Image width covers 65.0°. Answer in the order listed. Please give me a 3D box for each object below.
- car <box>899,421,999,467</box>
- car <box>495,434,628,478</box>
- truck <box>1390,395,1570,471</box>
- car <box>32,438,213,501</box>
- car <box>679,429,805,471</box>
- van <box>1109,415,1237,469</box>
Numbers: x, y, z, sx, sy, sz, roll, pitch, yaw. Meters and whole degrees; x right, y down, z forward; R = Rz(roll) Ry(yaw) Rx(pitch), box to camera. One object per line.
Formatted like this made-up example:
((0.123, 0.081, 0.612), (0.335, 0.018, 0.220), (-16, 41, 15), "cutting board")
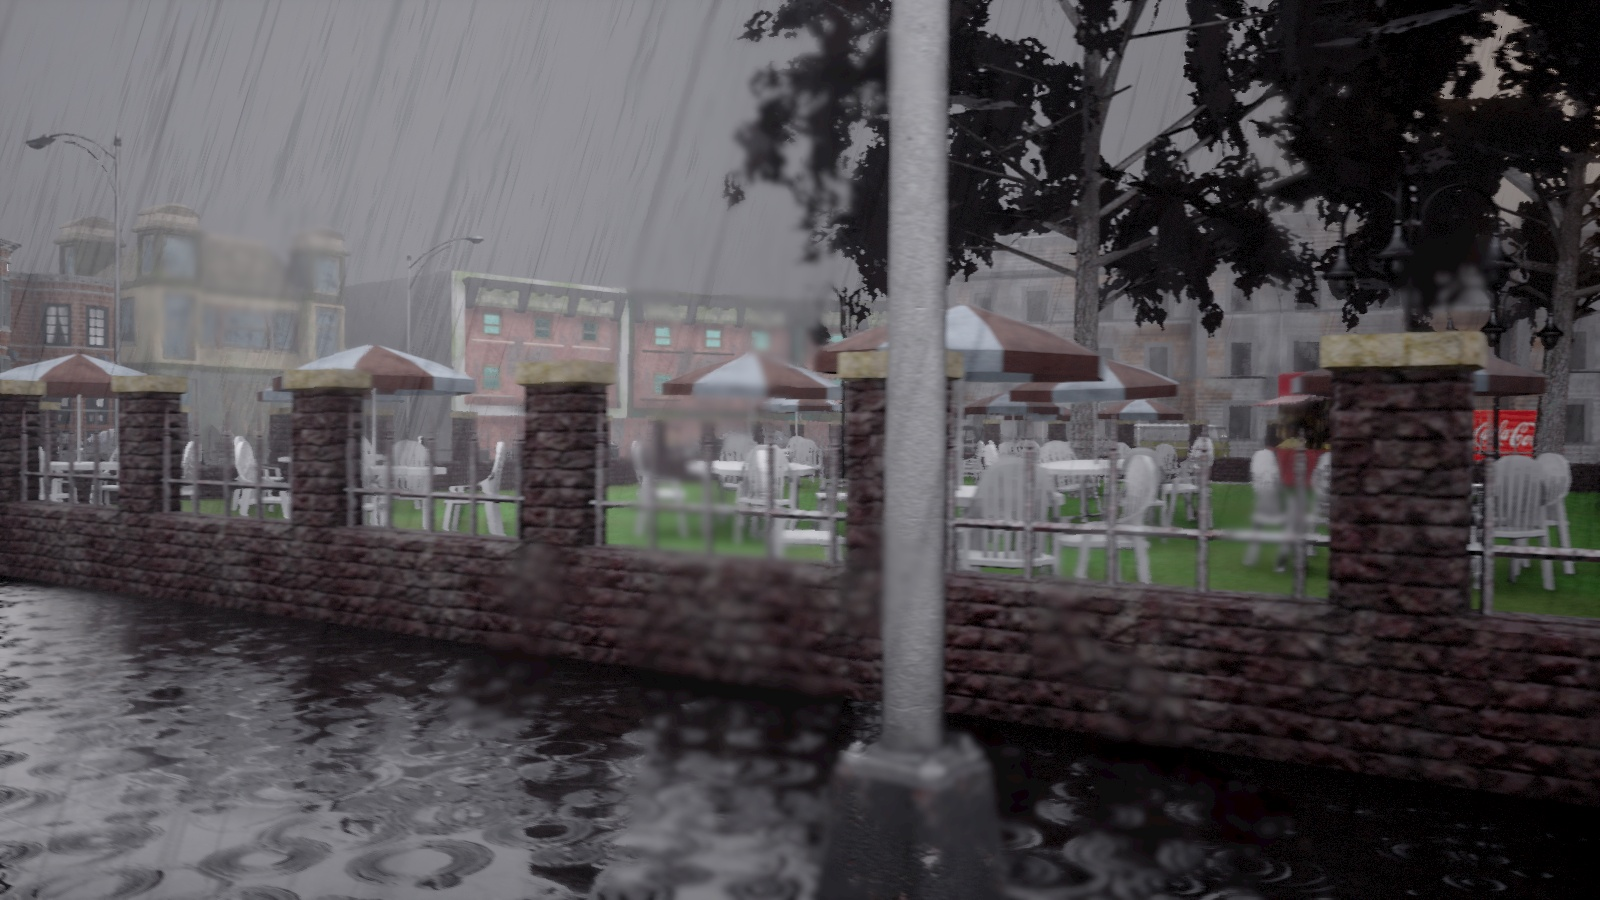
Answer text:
((6.371, -0.262, 53.739), (3.866, 1.878, 1.905), (0, 1, 23), "car")
((-8.597, 0.191, 45.678), (1.837, 1.490, 4.892), (0, 1, 34), "car")
((23.287, -0.557, 43.066), (5.204, 2.467, 2.627), (0, 1, 33), "truck")
((-17.400, 0.461, 32.378), (1.845, 1.501, 3.633), (0, 1, 34), "car")
((-2.422, -0.035, 52.749), (4.856, 1.649, 2.033), (-1, 1, -25), "car")
((14.497, -0.315, 48.892), (4.442, 1.987, 1.775), (0, 1, 33), "van")
